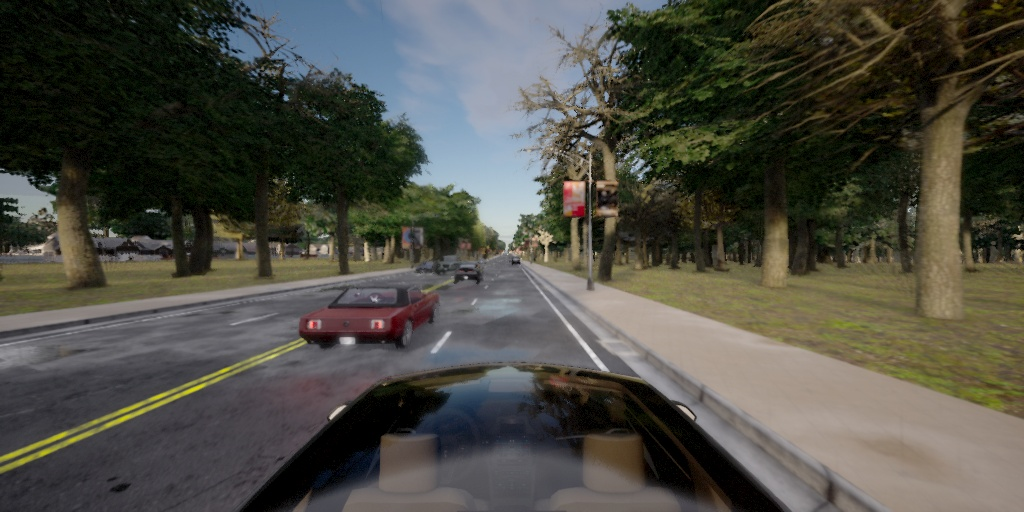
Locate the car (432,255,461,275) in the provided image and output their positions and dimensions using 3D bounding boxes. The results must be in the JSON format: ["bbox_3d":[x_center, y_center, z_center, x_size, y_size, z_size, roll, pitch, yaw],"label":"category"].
[{"bbox_3d":[-6.604,0.964,38.417,2.150,2.045,5.566,0,0,0],"label":"car"}]

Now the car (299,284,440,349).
[{"bbox_3d":[-3.154,1.347,9.114,1.895,1.301,4.718,0,0,0],"label":"car"}]

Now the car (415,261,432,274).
[{"bbox_3d":[-9.845,1.294,42.247,2.033,1.411,5.357,0,0,0],"label":"car"}]

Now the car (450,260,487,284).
[{"bbox_3d":[-3.159,1.247,26.996,1.837,1.490,4.892,0,0,0],"label":"car"}]
